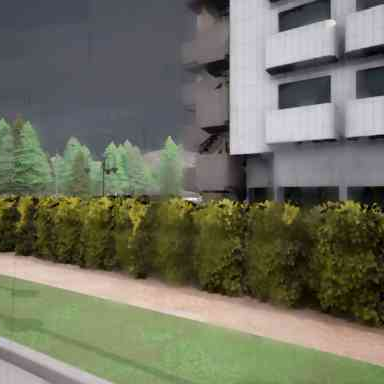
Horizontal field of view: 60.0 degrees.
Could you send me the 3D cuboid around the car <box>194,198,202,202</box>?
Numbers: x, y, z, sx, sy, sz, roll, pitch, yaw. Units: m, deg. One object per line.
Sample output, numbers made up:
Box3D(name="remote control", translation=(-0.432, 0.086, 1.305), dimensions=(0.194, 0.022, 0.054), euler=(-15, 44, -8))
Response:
Box3D(name="car", translation=(1.817, 1.547, 45.648), dimensions=(2.033, 1.411, 5.357), euler=(0, 0, 35))
